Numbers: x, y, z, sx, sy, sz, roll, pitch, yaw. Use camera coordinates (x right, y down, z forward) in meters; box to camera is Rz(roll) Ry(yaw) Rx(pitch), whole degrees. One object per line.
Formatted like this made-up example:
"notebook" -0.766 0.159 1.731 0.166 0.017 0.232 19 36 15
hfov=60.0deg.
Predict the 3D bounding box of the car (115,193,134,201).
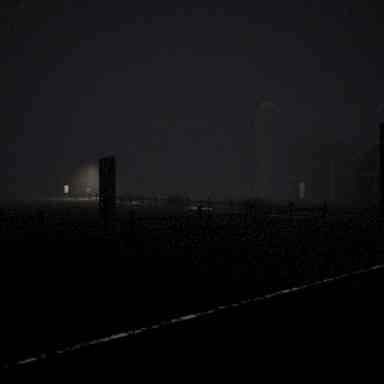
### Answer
"car" -13.511 0.906 66.064 1.837 1.490 4.892 -1 1 -36

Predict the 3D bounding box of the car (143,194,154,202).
"car" -8.653 1.084 59.333 1.895 1.301 4.718 -1 1 -36

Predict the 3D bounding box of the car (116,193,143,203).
"car" -10.787 1.014 57.499 1.837 1.490 4.892 -1 0 -35

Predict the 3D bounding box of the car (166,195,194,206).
"car" -1.625 1.153 44.658 2.128 1.511 4.902 -1 1 -36

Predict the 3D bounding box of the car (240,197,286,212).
"car" 6.918 1.277 32.762 1.882 1.535 5.008 -1 1 -36
